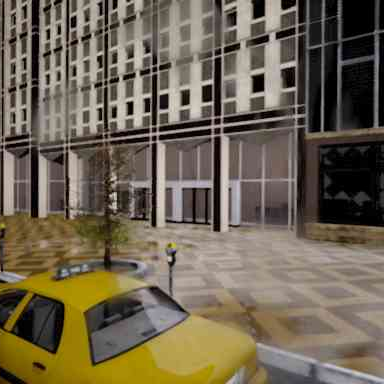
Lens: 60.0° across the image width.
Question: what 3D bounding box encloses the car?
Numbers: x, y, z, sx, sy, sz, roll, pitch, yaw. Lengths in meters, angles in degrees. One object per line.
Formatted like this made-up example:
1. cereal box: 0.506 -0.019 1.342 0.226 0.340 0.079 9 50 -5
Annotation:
1. car: -1.576 1.528 3.997 4.829 1.417 1.752 0 1 36
